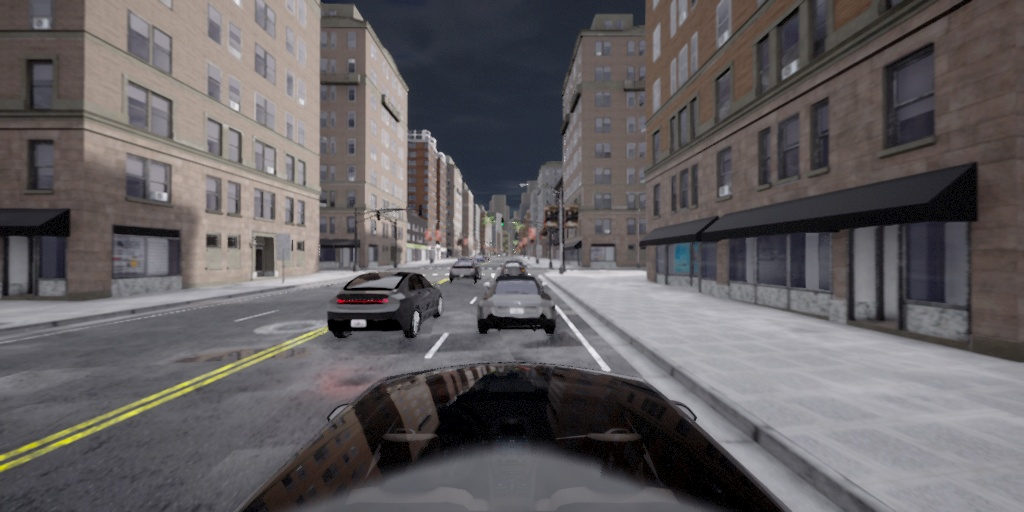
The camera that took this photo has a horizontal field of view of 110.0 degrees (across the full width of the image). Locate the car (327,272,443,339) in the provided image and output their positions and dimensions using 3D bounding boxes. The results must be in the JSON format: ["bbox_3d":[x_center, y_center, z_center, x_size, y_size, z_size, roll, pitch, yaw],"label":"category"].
[{"bbox_3d":[-3.138,1.168,9.765,1.837,1.490,4.892,0,-1,0],"label":"car"}]

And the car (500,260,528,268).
[{"bbox_3d":[0.137,1.031,25.558,1.812,1.442,4.674,0,0,0],"label":"car"}]

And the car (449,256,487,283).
[{"bbox_3d":[-3.116,1.005,24.721,2.128,1.511,4.902,0,1,0],"label":"car"}]

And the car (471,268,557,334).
[{"bbox_3d":[0.113,1.225,10.312,1.994,1.385,4.181,0,0,0],"label":"car"}]
